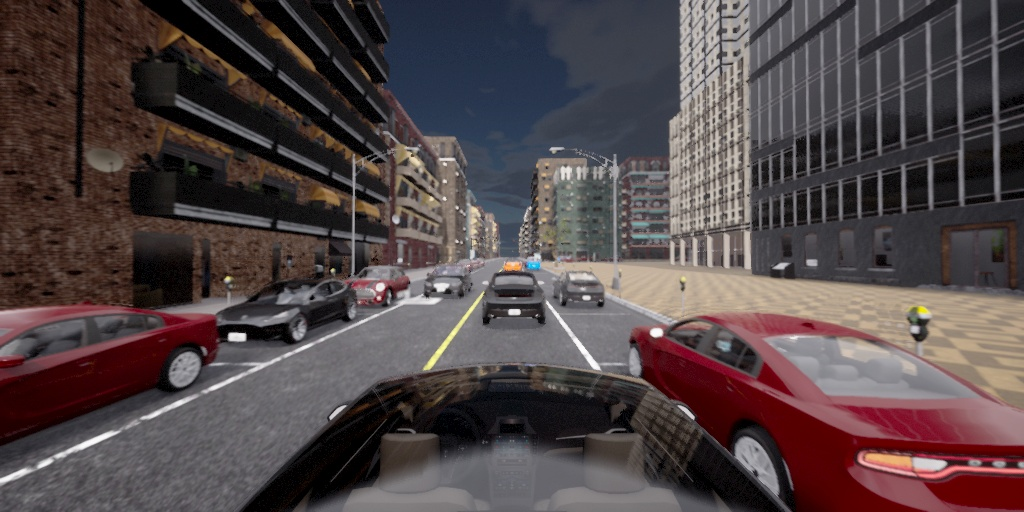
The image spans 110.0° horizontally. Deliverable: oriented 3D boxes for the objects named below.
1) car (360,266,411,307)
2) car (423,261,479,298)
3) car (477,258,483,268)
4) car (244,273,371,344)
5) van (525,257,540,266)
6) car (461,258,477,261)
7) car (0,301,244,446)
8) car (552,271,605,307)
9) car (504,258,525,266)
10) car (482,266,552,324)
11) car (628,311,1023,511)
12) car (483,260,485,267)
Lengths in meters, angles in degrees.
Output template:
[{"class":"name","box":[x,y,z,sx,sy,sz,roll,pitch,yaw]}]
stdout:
[{"class":"car","box":[-5.689,1.162,15.171,1.967,1.591,4.097,0,0,0]},{"class":"car","box":[-3.096,1.208,18.107,2.128,1.511,4.902,0,0,0]},{"class":"car","box":[-5.767,1.229,54.159,1.802,1.307,4.207,0,0,0]},{"class":"car","box":[-5.689,1.300,9.602,1.948,1.339,4.313,0,0,0]},{"class":"van","box":[2.720,1.003,46.407,1.690,1.789,3.998,0,0,0]},{"class":"car","box":[-5.693,1.108,43.020,1.967,1.591,4.097,0,0,0]},{"class":"car","box":[-5.689,1.290,4.032,1.888,1.381,4.507,0,0,0]},{"class":"car","box":[2.692,1.273,15.170,2.007,1.370,4.403,0,0,0]},{"class":"car","box":[0.101,1.021,42.946,2.097,1.767,4.553,0,0,0]},{"class":"car","box":[0.045,1.234,11.903,1.837,1.490,4.892,0,0,0]},{"class":"car","box":[2.691,1.290,4.030,1.888,1.381,4.507,0,0,0]},{"class":"car","box":[-5.817,1.070,63.063,1.967,1.591,4.097,0,0,0]}]
